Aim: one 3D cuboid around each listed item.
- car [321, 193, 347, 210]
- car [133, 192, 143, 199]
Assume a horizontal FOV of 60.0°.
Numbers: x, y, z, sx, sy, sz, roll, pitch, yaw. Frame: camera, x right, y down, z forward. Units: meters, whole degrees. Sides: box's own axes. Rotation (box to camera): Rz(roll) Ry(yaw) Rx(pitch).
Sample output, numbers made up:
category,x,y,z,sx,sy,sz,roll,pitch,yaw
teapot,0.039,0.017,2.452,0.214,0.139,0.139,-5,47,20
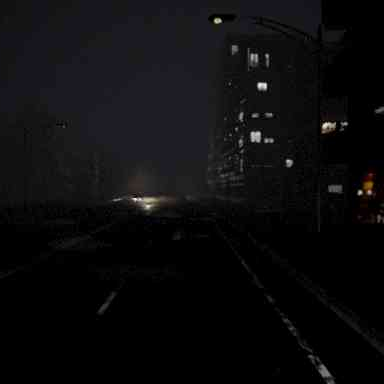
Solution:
category,x,y,z,sx,sy,sz,roll,pitch,yaw
car,13.939,0.820,29.780,4.892,1.490,1.837,-1,1,14
car,-12.168,0.719,75.394,2.128,1.511,4.902,0,1,-2
